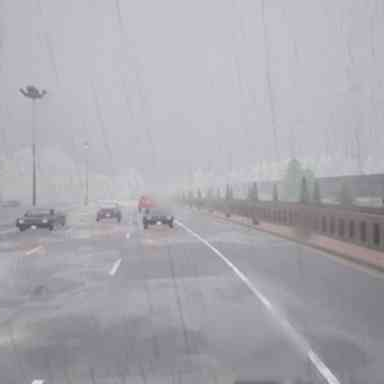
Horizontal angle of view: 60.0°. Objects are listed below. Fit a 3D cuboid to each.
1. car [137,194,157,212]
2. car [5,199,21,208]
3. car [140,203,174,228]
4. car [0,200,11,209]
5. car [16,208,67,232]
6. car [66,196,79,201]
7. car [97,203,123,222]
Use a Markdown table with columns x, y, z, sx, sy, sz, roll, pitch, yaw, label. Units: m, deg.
| x | y | z | sx | sy | sz | roll | pitch | yaw | label |
| --- | --- | --- | --- | --- | --- | --- | --- | --- | --- |
| -5.471 | 1.302 | 40.836 | 2.150 | 2.045 | 5.566 | 0 | 0 | -10 | car |
| -23.831 | 1.696 | 43.327 | 1.837 | 1.490 | 4.892 | 0 | 0 | -9 | car |
| -2.394 | 1.635 | 22.695 | 1.895 | 1.301 | 4.718 | 0 | 0 | -9 | car |
| -17.815 | 1.699 | 28.830 | 1.994 | 1.385 | 4.181 | 0 | 0 | -10 | car |
| -9.147 | 1.672 | 20.649 | 1.895 | 1.301 | 4.718 | 0 | 0 | -9 | car |
| -24.468 | 1.916 | 68.275 | 2.150 | 2.045 | 5.566 | 0 | -3 | -10 | car |
| -6.753 | 1.593 | 27.510 | 1.812 | 1.442 | 4.674 | 0 | 0 | -10 | car |
